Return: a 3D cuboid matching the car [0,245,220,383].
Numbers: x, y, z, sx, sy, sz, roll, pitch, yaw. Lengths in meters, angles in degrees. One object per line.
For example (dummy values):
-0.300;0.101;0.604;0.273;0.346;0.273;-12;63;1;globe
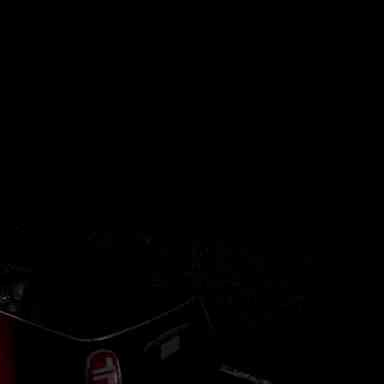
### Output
-1.786;1.388;4.090;4.097;1.590;1.967;1;0;35;car
